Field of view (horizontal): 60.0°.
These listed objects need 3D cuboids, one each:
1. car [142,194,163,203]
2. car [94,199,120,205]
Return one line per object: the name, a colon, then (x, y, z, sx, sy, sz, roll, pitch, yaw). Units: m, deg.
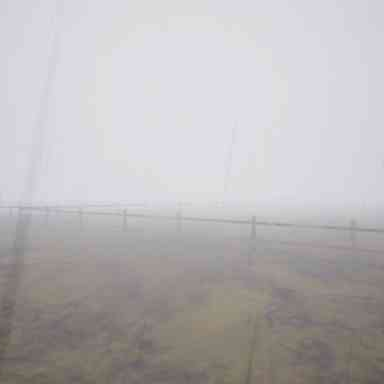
car: (-9.070, 1.580, 77.322, 2.150, 2.045, 5.566, -1, 0, 36)
car: (-16.901, 2.178, 66.452, 2.033, 1.411, 5.357, -1, -1, 36)
